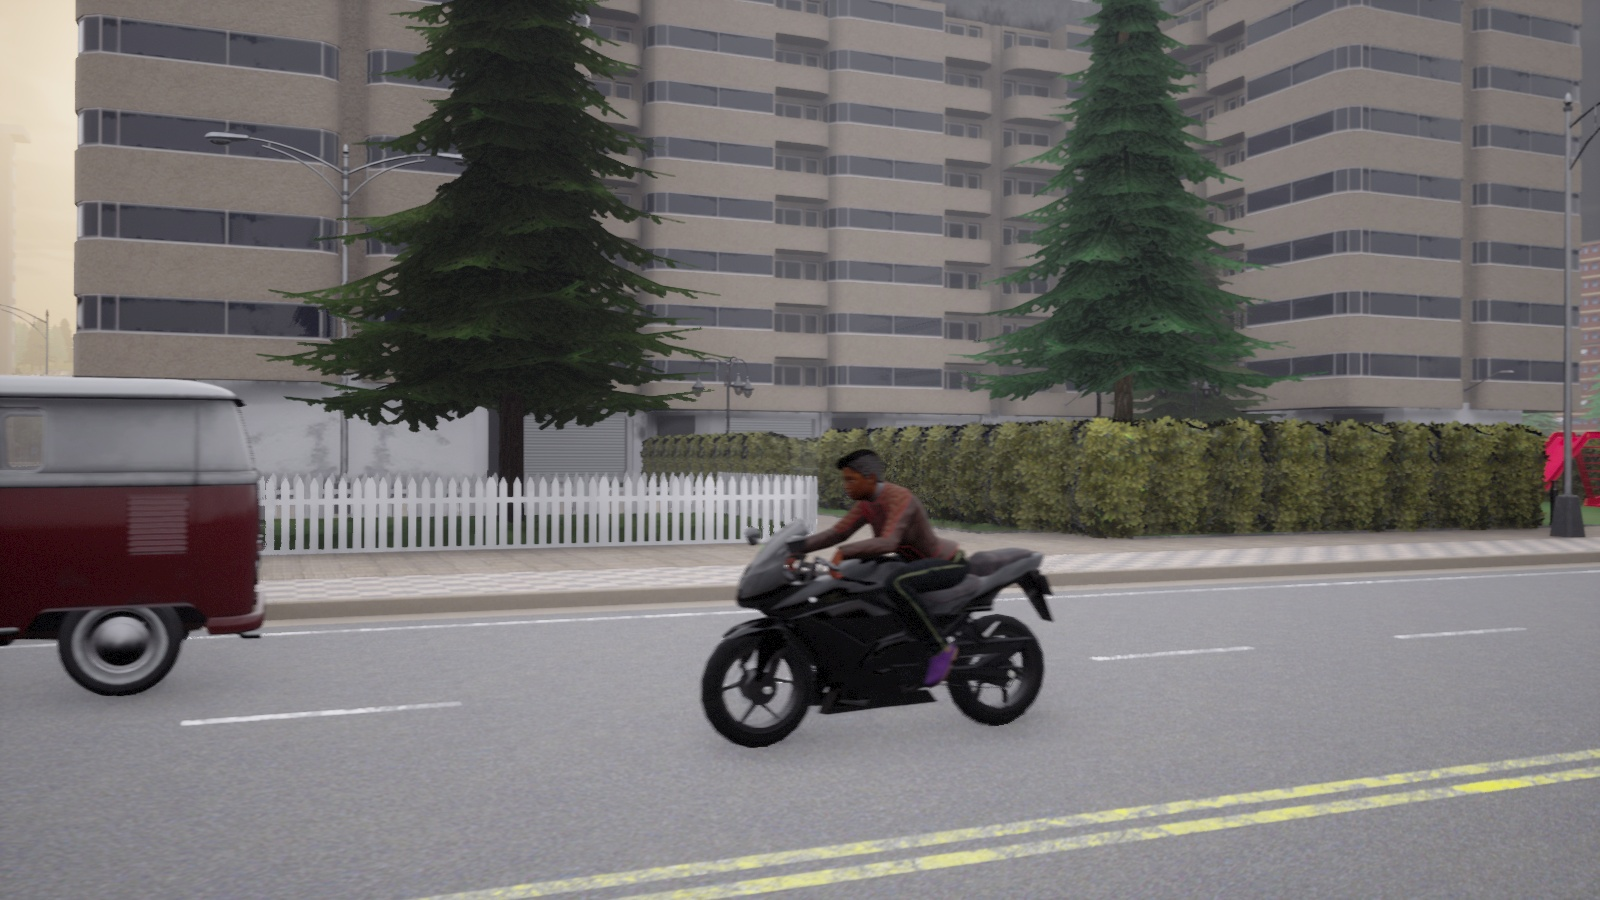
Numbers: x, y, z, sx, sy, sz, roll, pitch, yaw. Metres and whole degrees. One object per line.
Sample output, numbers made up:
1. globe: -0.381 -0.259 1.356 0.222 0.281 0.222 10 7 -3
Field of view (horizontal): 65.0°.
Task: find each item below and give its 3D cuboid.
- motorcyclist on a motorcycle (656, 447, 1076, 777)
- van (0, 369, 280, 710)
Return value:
1. motorcyclist on a motorcycle: 0.346 0.752 6.556 2.044 1.523 0.797 0 0 -22
2. van: -5.669 0.530 7.871 4.442 1.987 1.775 0 0 -22
